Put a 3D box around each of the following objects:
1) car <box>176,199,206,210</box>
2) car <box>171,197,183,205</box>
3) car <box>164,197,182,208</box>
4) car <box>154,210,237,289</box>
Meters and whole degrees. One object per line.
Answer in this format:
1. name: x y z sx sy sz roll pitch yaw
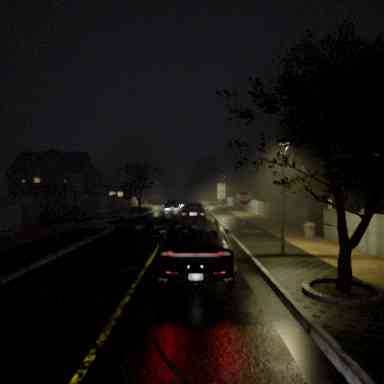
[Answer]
1. car: 0.086 1.534 25.099 2.033 1.411 5.357 0 0 0
2. car: -2.795 1.650 62.903 1.895 1.301 4.718 0 0 1
3. car: -2.839 1.576 47.395 1.994 1.385 4.181 0 0 0
4. car: 0.085 1.485 9.102 2.128 1.511 4.902 0 0 0
